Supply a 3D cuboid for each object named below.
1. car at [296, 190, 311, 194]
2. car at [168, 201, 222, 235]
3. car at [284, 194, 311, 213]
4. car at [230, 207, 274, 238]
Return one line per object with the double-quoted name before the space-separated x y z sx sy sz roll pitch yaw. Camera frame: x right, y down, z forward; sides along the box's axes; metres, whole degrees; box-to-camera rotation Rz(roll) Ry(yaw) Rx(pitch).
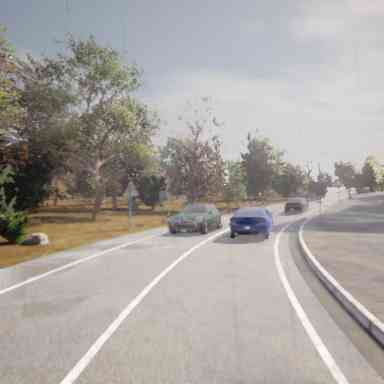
"car" 18.893 0.313 56.269 2.097 1.767 4.553 -2 0 29
"car" 0.278 1.465 19.569 2.097 1.767 4.553 -1 -1 19
"car" 10.925 1.336 34.617 1.837 1.490 4.892 -3 1 28
"car" 3.305 1.514 17.878 1.882 1.535 5.008 -1 0 17
